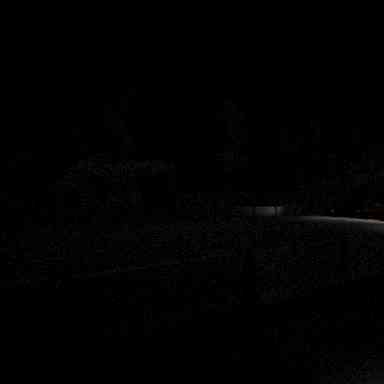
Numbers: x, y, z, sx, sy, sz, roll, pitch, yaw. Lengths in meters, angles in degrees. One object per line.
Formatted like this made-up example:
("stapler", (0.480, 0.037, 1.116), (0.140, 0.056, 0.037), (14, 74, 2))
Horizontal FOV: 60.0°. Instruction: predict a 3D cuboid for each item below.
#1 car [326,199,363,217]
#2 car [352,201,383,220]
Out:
("car", (17.711, 1.790, 38.111), (5.566, 2.045, 2.150), (2, -1, -35))
("car", (19.289, 2.031, 34.941), (5.008, 1.535, 1.882), (2, -1, -35))
